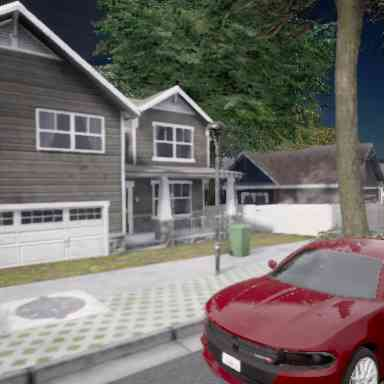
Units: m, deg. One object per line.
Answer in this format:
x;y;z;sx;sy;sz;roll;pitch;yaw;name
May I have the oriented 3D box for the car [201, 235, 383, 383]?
2.389;1.476;4.947;5.008;1.535;1.882;0;0;-37;car
